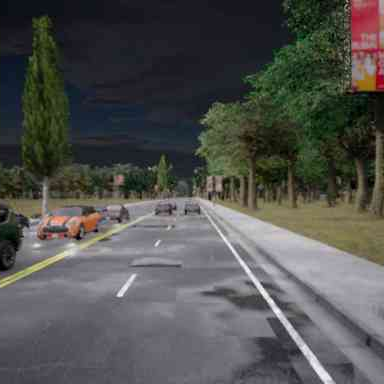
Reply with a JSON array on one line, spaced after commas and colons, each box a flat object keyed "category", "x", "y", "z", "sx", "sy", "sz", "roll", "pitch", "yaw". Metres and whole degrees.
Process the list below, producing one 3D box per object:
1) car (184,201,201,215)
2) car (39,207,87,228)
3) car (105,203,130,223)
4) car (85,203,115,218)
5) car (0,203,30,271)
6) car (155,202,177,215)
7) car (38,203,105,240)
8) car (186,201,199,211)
[{"category": "car", "x": 0.062, "y": 1.826, "z": 38.525, "sx": 2.128, "sy": 1.511, "sz": 4.902, "roll": 0, "pitch": -1, "yaw": 0}, {"category": "car", "x": -9.781, "y": 1.865, "z": 25.652, "sx": 1.895, "sy": 1.301, "sz": 4.718, "roll": 0, "pitch": -1, "yaw": 0}, {"category": "car", "x": -6.509, "y": 1.796, "z": 28.195, "sx": 1.812, "sy": 1.442, "sz": 4.674, "roll": 0, "pitch": -1, "yaw": 1}, {"category": "car", "x": -9.757, "y": 1.922, "z": 35.708, "sx": 1.994, "sy": 1.385, "sz": 4.181, "roll": 0, "pitch": -1, "yaw": 1}, {"category": "car", "x": -6.563, "y": 1.321, "z": 8.495, "sx": 2.150, "sy": 2.045, "sz": 5.566, "roll": 0, "pitch": 0, "yaw": 0}, {"category": "car", "x": -3.188, "y": 1.843, "z": 38.531, "sx": 2.128, "sy": 1.511, "sz": 4.902, "roll": 0, "pitch": -1, "yaw": 0}, {"category": "car", "x": -6.541, "y": 1.534, "z": 18.167, "sx": 2.097, "sy": 1.767, "sz": 4.553, "roll": 0, "pitch": -1, "yaw": 0}, {"category": "car", "x": 0.083, "y": 2.043, "z": 49.278, "sx": 1.895, "sy": 1.301, "sz": 4.718, "roll": 0, "pitch": -1, "yaw": 0}]
